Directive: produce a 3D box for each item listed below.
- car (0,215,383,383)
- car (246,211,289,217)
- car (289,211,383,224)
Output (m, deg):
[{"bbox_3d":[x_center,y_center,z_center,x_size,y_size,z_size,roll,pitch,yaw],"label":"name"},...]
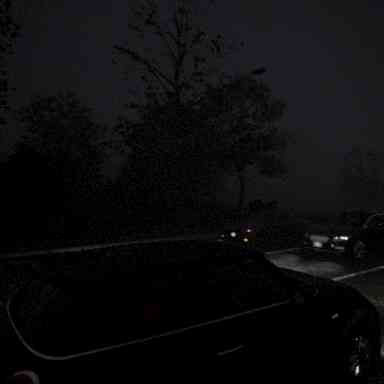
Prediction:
[{"bbox_3d":[0.180,1.350,3.822,4.553,1.767,2.097,0,0,-35],"label":"car"},{"bbox_3d":[3.342,1.553,14.756,4.181,1.385,1.994,0,0,-34],"label":"car"},{"bbox_3d":[6.218,1.481,12.483,4.902,1.511,2.128,0,0,-34],"label":"car"}]
